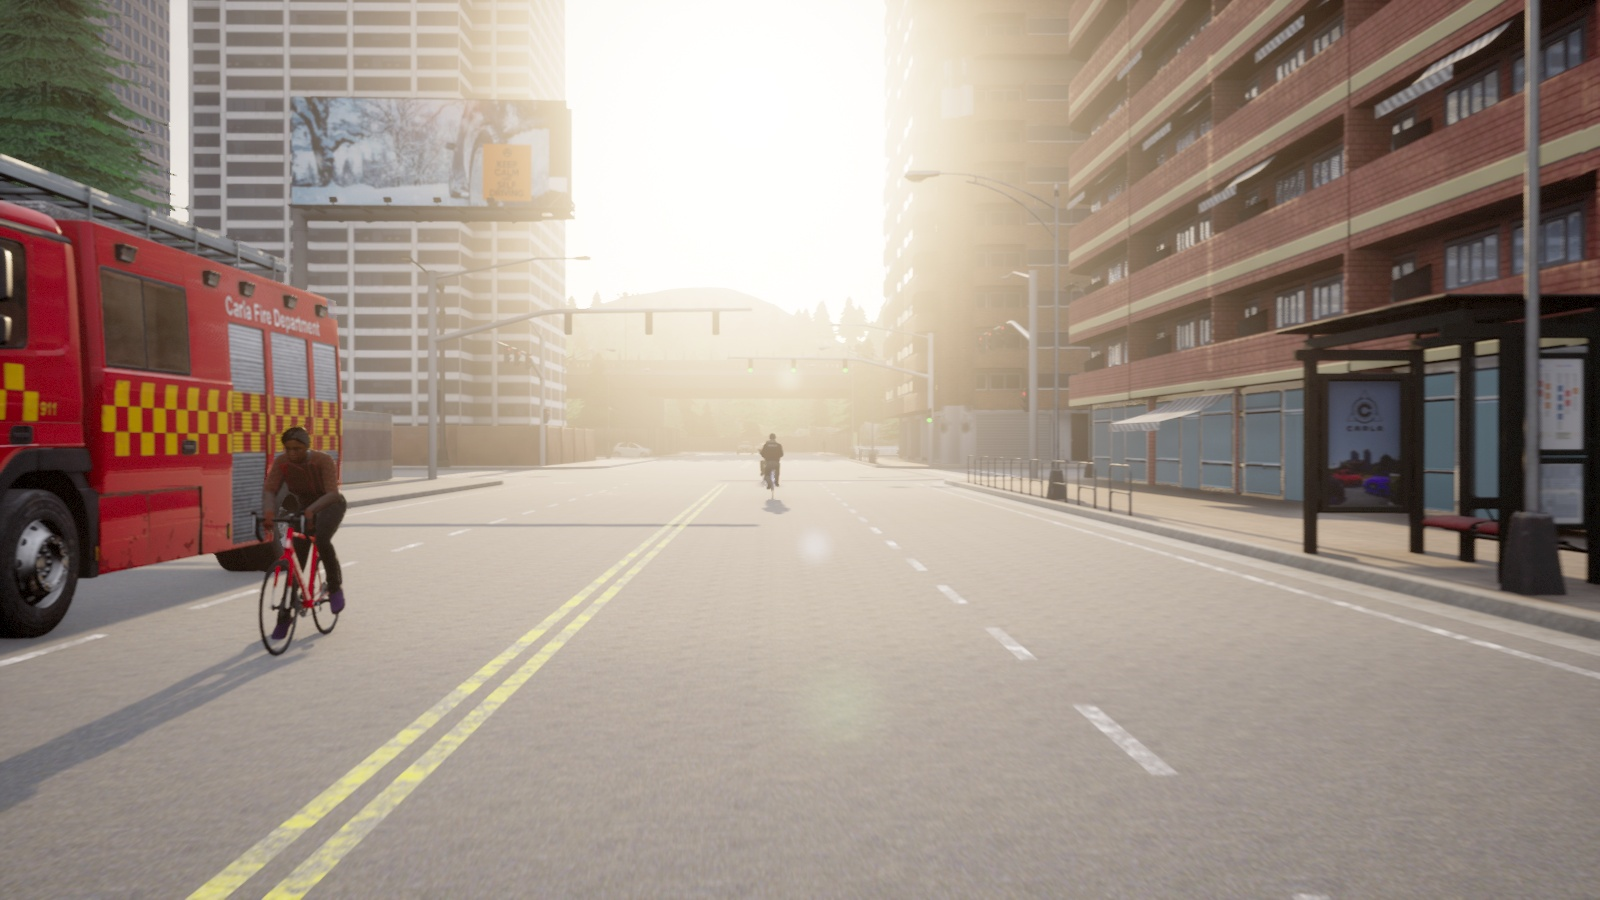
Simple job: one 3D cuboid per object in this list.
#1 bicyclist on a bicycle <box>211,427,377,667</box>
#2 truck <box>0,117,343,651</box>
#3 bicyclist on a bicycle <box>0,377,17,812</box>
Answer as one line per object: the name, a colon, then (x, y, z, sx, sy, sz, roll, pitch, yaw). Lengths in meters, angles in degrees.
bicyclist on a bicycle: (-3.683, 0.645, 9.285, 0.582, 1.620, 1.656, 0, 1, -1)
truck: (-7.239, -0.489, 11.891, 2.891, 3.827, 8.468, 0, 0, -1)
bicyclist on a bicycle: (-3.577, 0.591, 4.311, 0.659, 1.776, 1.843, 0, 0, -1)
